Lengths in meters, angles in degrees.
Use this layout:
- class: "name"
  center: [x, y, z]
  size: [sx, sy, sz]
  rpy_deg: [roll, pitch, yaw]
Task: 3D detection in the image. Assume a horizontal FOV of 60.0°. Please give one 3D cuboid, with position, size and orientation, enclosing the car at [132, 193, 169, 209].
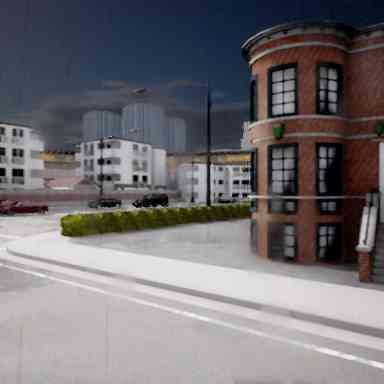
- class: "car"
  center: [-5.499, 1.178, 44.917]
  size: [2.150, 2.045, 5.566]
  rpy_deg: [0, 0, 38]

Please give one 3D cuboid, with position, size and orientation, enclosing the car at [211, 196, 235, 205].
- class: "car"
  center: [5.363, 1.483, 58.359]
  size: [4.674, 1.442, 1.812]
  rpy_deg: [0, 0, -25]

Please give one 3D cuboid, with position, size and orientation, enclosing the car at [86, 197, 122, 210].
- class: "car"
  center: [-11.300, 1.453, 43.046]
  size: [1.837, 1.490, 4.892]
  rpy_deg: [0, 1, 38]

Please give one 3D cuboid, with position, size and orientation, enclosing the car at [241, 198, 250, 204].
- class: "car"
  center: [10.877, 1.451, 56.955]
  size: [5.008, 1.535, 1.882]
  rpy_deg: [0, 0, -18]

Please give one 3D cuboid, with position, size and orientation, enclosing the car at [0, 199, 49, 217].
- class: "car"
  center: [-15.885, 1.483, 31.288]
  size: [1.812, 1.442, 4.674]
  rpy_deg: [0, 0, 37]
